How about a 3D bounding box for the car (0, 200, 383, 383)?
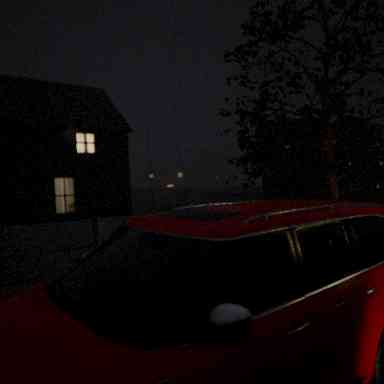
[{"bbox_3d":[0.203,1.171,3.243,5.566,2.045,2.150,-2,1,-37],"label":"car"}]
